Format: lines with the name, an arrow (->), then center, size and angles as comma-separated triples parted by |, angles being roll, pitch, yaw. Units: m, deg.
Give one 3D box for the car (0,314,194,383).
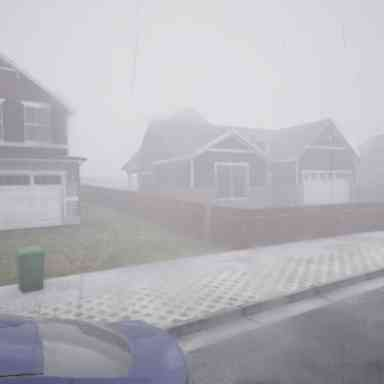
car -> -2.030, 1.539, 1.532 | 4.674, 1.442, 1.812 | -1, 1, -35
